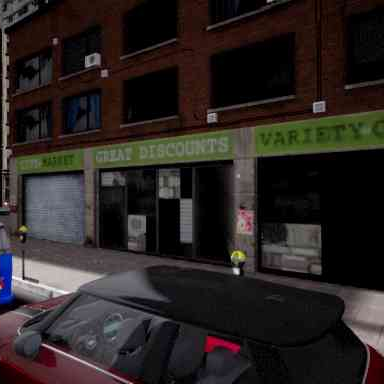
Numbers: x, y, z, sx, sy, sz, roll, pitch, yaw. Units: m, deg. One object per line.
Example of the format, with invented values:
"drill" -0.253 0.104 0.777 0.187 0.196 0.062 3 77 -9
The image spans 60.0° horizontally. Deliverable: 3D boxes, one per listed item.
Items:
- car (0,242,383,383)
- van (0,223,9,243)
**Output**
"car" -0.453 1.440 3.050 4.097 1.590 1.967 0 0 36
"van" -5.084 1.343 6.357 3.998 1.788 1.690 0 0 36
